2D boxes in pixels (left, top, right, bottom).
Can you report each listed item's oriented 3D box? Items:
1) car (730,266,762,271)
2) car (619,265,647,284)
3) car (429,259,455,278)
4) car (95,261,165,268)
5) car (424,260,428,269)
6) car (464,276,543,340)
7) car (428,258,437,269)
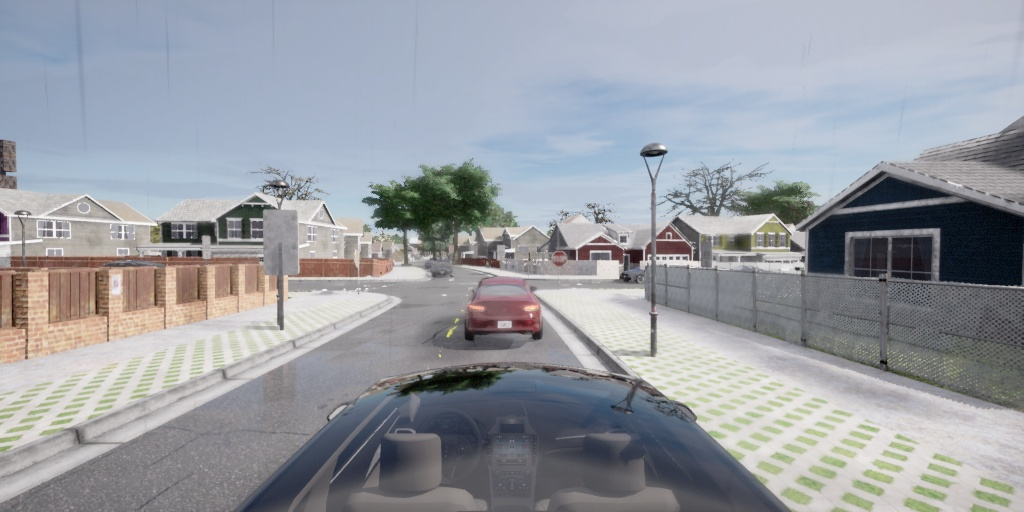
[{"bbox_3d":[19.931,1.523,30.903,4.181,1.385,1.994,1,1,-17],"label":"car"},{"bbox_3d":[10.665,1.429,28.365,4.181,1.385,1.994,1,1,-16],"label":"car"},{"bbox_3d":[-6.567,1.269,34.267,1.837,1.490,4.892,0,0,-9],"label":"car"},{"bbox_3d":[-23.809,1.037,22.010,4.892,1.490,1.837,0,1,-7],"label":"car"},{"bbox_3d":[-12.709,1.322,56.568,2.033,1.411,5.357,0,0,-19],"label":"car"},{"bbox_3d":[-0.254,1.274,9.831,1.812,1.442,4.674,0,0,-2],"label":"car"},{"bbox_3d":[-9.392,1.276,46.212,1.837,1.490,4.892,0,0,-16],"label":"car"}]
